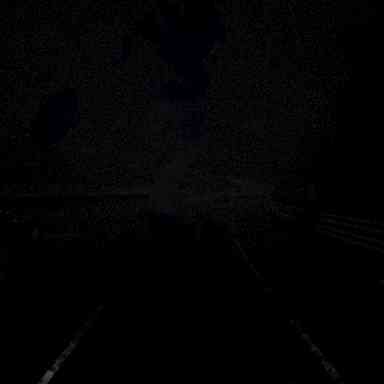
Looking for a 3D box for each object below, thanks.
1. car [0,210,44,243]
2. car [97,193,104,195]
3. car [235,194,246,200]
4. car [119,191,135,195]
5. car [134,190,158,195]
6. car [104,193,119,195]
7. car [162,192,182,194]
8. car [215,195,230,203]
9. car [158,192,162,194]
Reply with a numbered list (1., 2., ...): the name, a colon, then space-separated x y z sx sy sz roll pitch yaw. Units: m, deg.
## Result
1. car: -8.071 1.416 13.168 1.837 1.490 4.892 1 1 16
2. car: -19.659 0.923 72.757 1.994 1.385 4.181 1 0 16
3. car: 11.675 1.163 79.998 1.812 1.442 4.674 1 0 16
4. car: -12.946 0.969 70.774 1.812 1.442 4.674 1 0 16
5. car: -9.589 0.960 69.782 1.882 1.535 5.008 1 0 16
6. car: -16.303 0.933 71.765 2.128 1.511 4.902 1 0 16
7. car: -5.104 0.993 84.966 2.033 1.411 5.357 1 0 16
8. car: 5.426 1.227 58.849 2.033 1.411 5.357 1 0 16
9. car: -8.460 0.916 85.957 1.837 1.490 4.892 1 0 16
